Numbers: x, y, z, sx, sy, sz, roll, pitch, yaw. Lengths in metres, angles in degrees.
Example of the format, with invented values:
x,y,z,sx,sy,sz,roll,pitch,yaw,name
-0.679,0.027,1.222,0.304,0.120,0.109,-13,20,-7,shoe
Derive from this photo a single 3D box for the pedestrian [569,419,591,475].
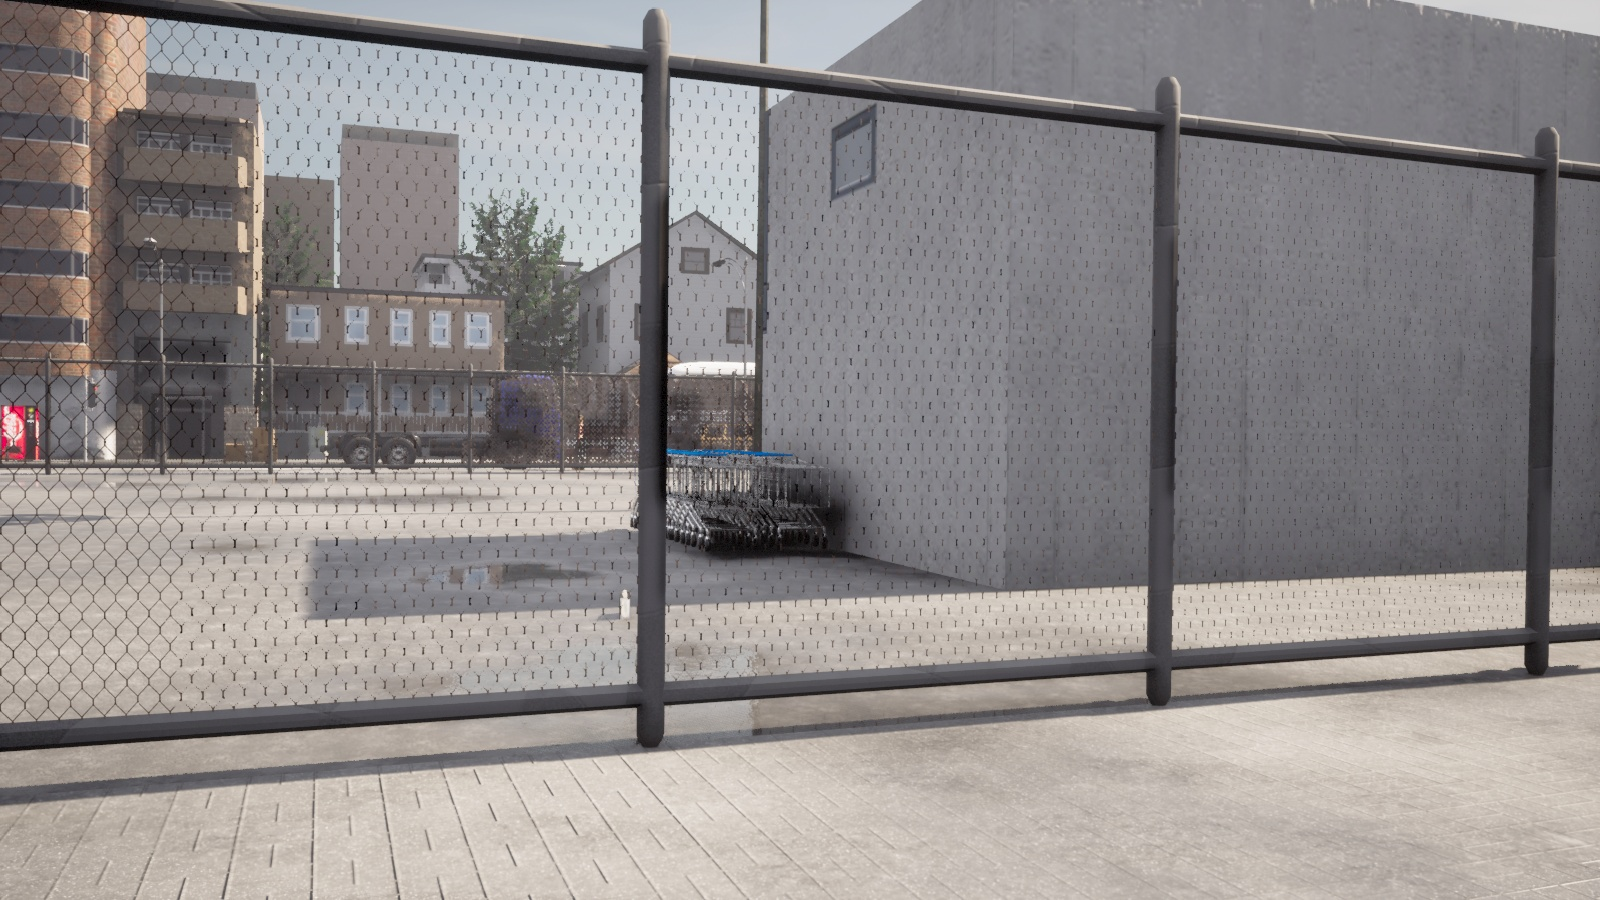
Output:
x,y,z,sx,sy,sz,roll,pitch,yaw,name
-7.266,-0.089,41.501,0.594,1.836,0.345,0,1,17,pedestrian

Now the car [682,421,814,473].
x,y,z,sx,sy,sz,roll,pitch,yaw,name
-1.958,-0.133,47.269,4.605,1.855,1.932,-1,1,-19,car

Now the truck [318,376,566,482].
x,y,z,sx,sy,sz,roll,pitch,yaw,name
-12.300,-0.756,43.328,7.936,3.462,2.891,-1,1,-19,truck

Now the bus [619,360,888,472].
x,y,z,sx,sy,sz,roll,pitch,yaw,name
-1.935,-1.395,51.492,10.273,4.253,3.944,-1,1,-19,bus
